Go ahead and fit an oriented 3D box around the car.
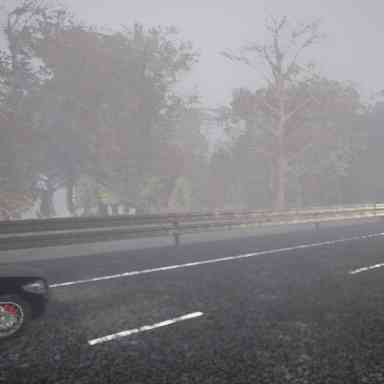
[{"bbox_3d":[-4.580,1.528,4.789,4.674,1.442,1.812,0,0,-36],"label":"car"}]
